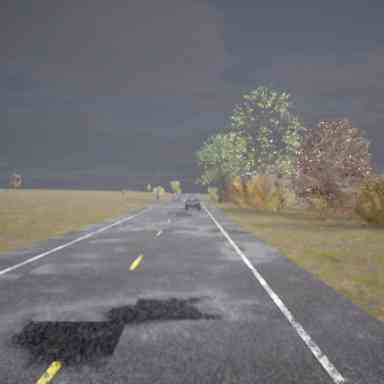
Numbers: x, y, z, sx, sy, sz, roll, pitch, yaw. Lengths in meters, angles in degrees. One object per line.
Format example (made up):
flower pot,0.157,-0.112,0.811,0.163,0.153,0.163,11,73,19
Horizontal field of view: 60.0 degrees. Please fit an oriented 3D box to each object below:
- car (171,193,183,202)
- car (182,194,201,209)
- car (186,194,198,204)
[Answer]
car,-3.504,1.348,71.079,2.128,1.511,4.902,0,0,0
car,0.098,1.383,42.304,2.128,1.511,4.902,0,0,0
car,0.079,1.202,60.562,2.097,1.767,4.553,0,0,2
